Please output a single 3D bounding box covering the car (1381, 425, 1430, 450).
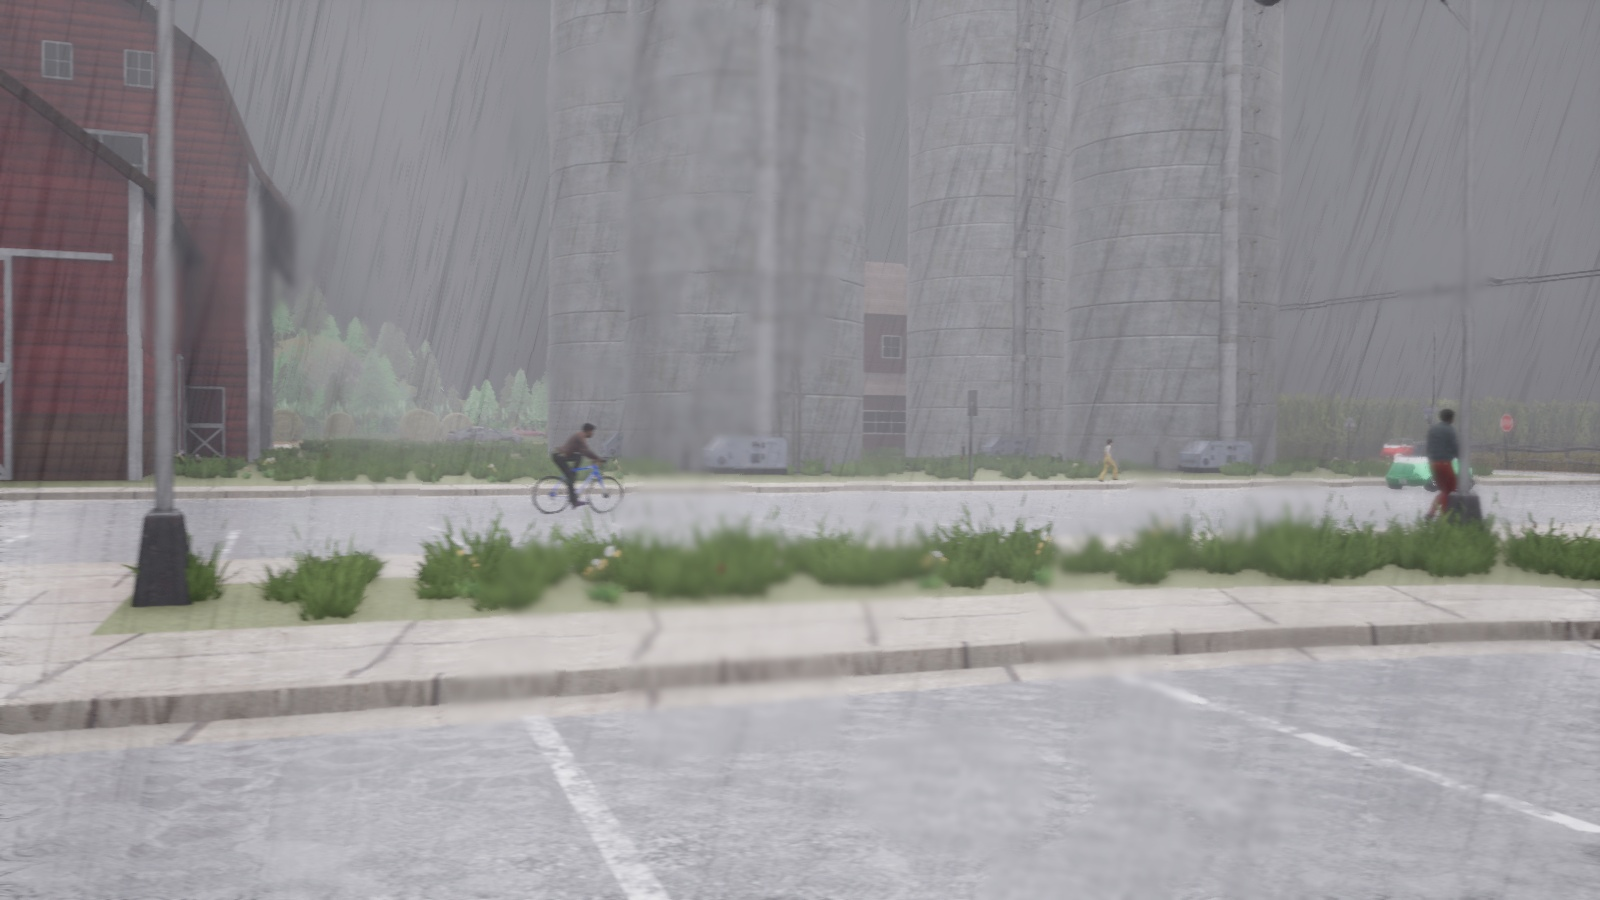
[{"bbox_3d":[35.060,-0.725,72.710,2.207,1.376,1.481,-1,1,-21],"label":"car"}]

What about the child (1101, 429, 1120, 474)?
[{"bbox_3d":[8.793,0.052,35.583,0.437,1.263,0.270,-1,1,-23],"label":"child"}]

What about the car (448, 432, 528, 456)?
[{"bbox_3d":[-20.685,-0.416,83.303,4.902,1.511,2.128,-1,1,-22],"label":"car"}]

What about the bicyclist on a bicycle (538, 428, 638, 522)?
[{"bbox_3d":[-3.752,0.426,22.260,1.656,1.620,0.582,-1,1,-22],"label":"bicyclist on a bicycle"}]

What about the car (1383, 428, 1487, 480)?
[{"bbox_3d":[17.575,0.089,34.775,2.207,1.376,1.481,-1,1,-23],"label":"car"}]

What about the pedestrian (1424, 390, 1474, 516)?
[{"bbox_3d":[9.685,0.039,18.741,0.614,1.847,0.353,-1,1,-23],"label":"pedestrian"}]
